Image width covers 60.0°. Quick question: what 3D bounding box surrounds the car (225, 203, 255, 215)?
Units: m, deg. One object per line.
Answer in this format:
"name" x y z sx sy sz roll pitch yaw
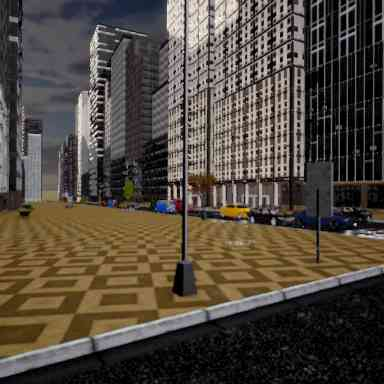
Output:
"car" 6.365 2.250 44.706 1.947 1.339 4.313 -1 -1 -26

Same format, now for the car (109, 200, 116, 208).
"car" -15.786 2.804 71.509 1.887 1.381 4.507 -1 -1 -26

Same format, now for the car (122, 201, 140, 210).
"car" -10.921 2.594 61.367 2.008 1.369 4.403 -1 -1 -26

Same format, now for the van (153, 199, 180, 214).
"van" -3.627 2.067 46.157 1.690 1.788 3.998 -1 -1 -26

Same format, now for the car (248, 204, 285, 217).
"car" 8.797 2.147 39.635 1.947 1.339 4.313 -1 -1 -26

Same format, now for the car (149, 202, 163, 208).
"car" -8.229 2.904 75.132 1.802 1.307 4.206 -1 -1 -26

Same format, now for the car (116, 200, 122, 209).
"car" -13.281 2.673 66.285 1.752 1.417 4.829 -1 -1 -26

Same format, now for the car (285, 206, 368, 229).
"car" 9.667 1.832 24.495 2.033 1.411 5.357 0 -1 -26

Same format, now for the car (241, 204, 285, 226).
"car" 6.107 1.866 25.869 2.008 1.369 4.403 -1 -1 -26

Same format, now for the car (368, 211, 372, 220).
"car" 13.662 1.929 29.493 2.008 1.369 4.403 -1 -1 -26

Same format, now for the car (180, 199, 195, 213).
"car" -1.599 1.976 48.007 2.150 2.045 5.566 0 0 -25

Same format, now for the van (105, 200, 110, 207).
"van" -18.221 2.710 76.582 1.690 1.788 3.998 -1 -1 -26

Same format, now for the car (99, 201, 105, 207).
"car" -23.082 3.133 86.721 1.887 1.381 4.507 -1 -1 -26

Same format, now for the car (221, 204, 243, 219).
"car" 4.834 1.964 34.540 1.882 1.535 5.008 0 -1 -26

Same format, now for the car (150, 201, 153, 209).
"car" -6.468 2.342 65.497 2.150 2.045 5.566 0 -1 -26
